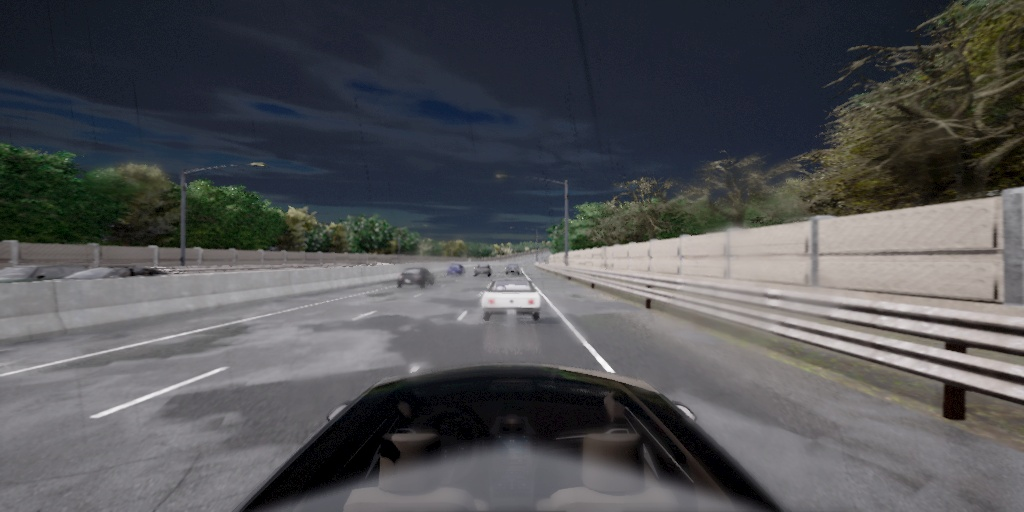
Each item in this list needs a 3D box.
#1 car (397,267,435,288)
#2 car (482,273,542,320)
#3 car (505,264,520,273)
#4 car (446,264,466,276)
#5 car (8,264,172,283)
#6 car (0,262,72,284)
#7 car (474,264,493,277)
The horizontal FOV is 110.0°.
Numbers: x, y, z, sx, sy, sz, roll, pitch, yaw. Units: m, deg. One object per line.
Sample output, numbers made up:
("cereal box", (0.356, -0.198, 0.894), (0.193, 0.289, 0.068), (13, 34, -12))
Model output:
("car", (-6.902, 1.533, 26.073), (1.812, 1.442, 4.674), (0, 0, 0))
("car", (-0.004, 1.473, 13.261), (1.895, 1.301, 4.718), (0, -1, 0))
("car", (0.096, 1.775, 48.727), (2.033, 1.411, 5.357), (0, 0, 0))
("car", (-6.898, 1.715, 44.554), (1.812, 1.442, 4.674), (0, 0, 0))
("car", (-17.504, 1.203, 15.618), (1.837, 1.490, 4.892), (0, -1, 0))
("car", (-21.004, 1.171, 15.651), (2.097, 1.767, 4.553), (0, -1, 0))
("car", (-3.409, 1.667, 43.026), (2.128, 1.511, 4.902), (0, 0, 0))
